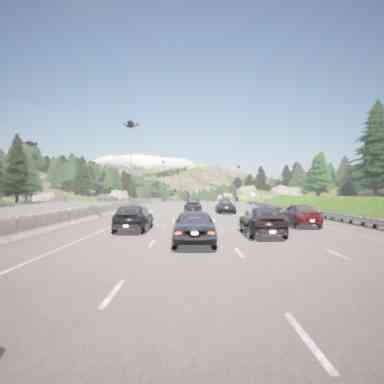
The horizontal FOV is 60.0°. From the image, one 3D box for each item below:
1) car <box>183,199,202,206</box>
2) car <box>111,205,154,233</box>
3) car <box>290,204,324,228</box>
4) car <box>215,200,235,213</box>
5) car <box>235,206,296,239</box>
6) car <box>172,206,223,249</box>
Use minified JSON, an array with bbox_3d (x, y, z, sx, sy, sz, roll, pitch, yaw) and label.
[{"bbox_3d":[0.095,1.505,36.121,2.128,1.511,4.902,0,0,0],"label":"car"},{"bbox_3d":[-3.403,1.507,19.495,1.837,1.490,4.892,0,0,0],"label":"car"},{"bbox_3d":[7.097,1.531,21.910,1.812,1.442,4.674,0,0,0],"label":"car"},{"bbox_3d":[3.596,1.577,36.286,1.994,1.385,4.181,0,0,0],"label":"car"},{"bbox_3d":[3.596,1.508,17.233,1.837,1.490,4.892,0,0,0],"label":"car"},{"bbox_3d":[0.099,1.547,14.579,2.033,1.411,5.357,0,0,0],"label":"car"}]
